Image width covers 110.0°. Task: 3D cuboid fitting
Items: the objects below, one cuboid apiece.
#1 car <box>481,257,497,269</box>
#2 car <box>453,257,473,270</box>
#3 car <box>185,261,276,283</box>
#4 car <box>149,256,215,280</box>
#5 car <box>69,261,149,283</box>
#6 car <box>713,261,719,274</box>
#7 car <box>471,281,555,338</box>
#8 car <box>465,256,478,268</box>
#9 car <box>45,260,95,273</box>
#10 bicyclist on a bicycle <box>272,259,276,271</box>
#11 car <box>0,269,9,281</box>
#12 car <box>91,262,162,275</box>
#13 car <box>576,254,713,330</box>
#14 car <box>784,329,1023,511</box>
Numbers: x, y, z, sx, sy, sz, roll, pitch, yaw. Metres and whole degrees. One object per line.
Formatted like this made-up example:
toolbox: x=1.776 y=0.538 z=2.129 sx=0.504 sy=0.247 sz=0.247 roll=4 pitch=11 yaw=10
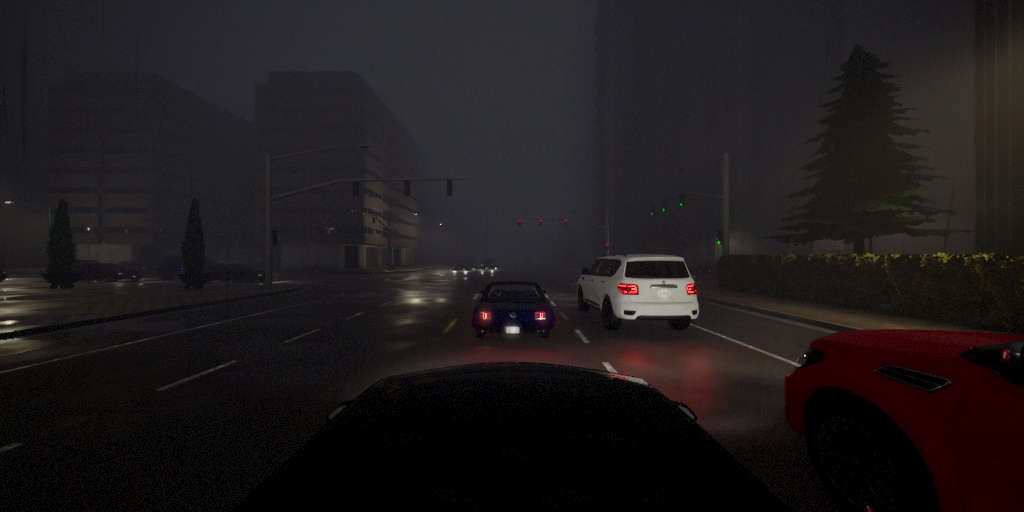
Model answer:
car: x=-3.670 y=1.271 z=55.471 sx=1.837 sy=1.490 sz=4.892 roll=0 pitch=0 yaw=0
car: x=-7.151 y=1.291 z=51.559 sx=1.812 sy=1.442 sz=4.674 roll=0 pitch=0 yaw=0
car: x=-21.068 y=1.305 z=27.242 sx=5.357 sy=1.411 sz=2.033 roll=0 pitch=0 yaw=1
car: x=-27.159 y=0.983 z=30.837 sx=5.566 sy=2.045 sz=2.150 roll=0 pitch=0 yaw=1
car: x=-31.124 y=1.284 z=27.371 sx=4.674 sy=1.442 sz=1.812 roll=0 pitch=0 yaw=1
car: x=20.826 y=1.239 z=37.624 sx=5.008 sy=1.535 sz=1.882 roll=0 pitch=0 yaw=1
car: x=0.045 y=1.353 z=10.166 sx=1.895 sy=1.301 sz=4.718 roll=0 pitch=0 yaw=0
car: x=-7.159 y=0.990 z=61.719 sx=2.150 sy=2.045 sz=5.566 roll=0 pitch=0 yaw=0
car: x=-36.968 y=1.111 z=30.925 sx=4.553 sy=1.767 sz=2.097 roll=0 pitch=0 yaw=1
bicyclist on a bicycle: x=-28.693 y=1.063 z=42.834 sx=0.582 sy=1.620 sz=1.656 roll=0 pitch=0 yaw=0
car: x=-41.764 y=1.284 z=27.464 sx=4.674 sy=1.442 sz=1.812 roll=0 pitch=0 yaw=1
car: x=-40.914 y=1.308 z=38.156 sx=5.357 sy=1.411 sz=2.033 roll=0 pitch=0 yaw=1
car: x=3.575 y=0.974 z=11.294 sx=2.150 sy=2.045 sz=5.566 roll=0 pitch=0 yaw=-2
car: x=3.601 y=0.971 z=0.933 sx=2.150 sy=2.045 sz=5.566 roll=0 pitch=0 yaw=0
